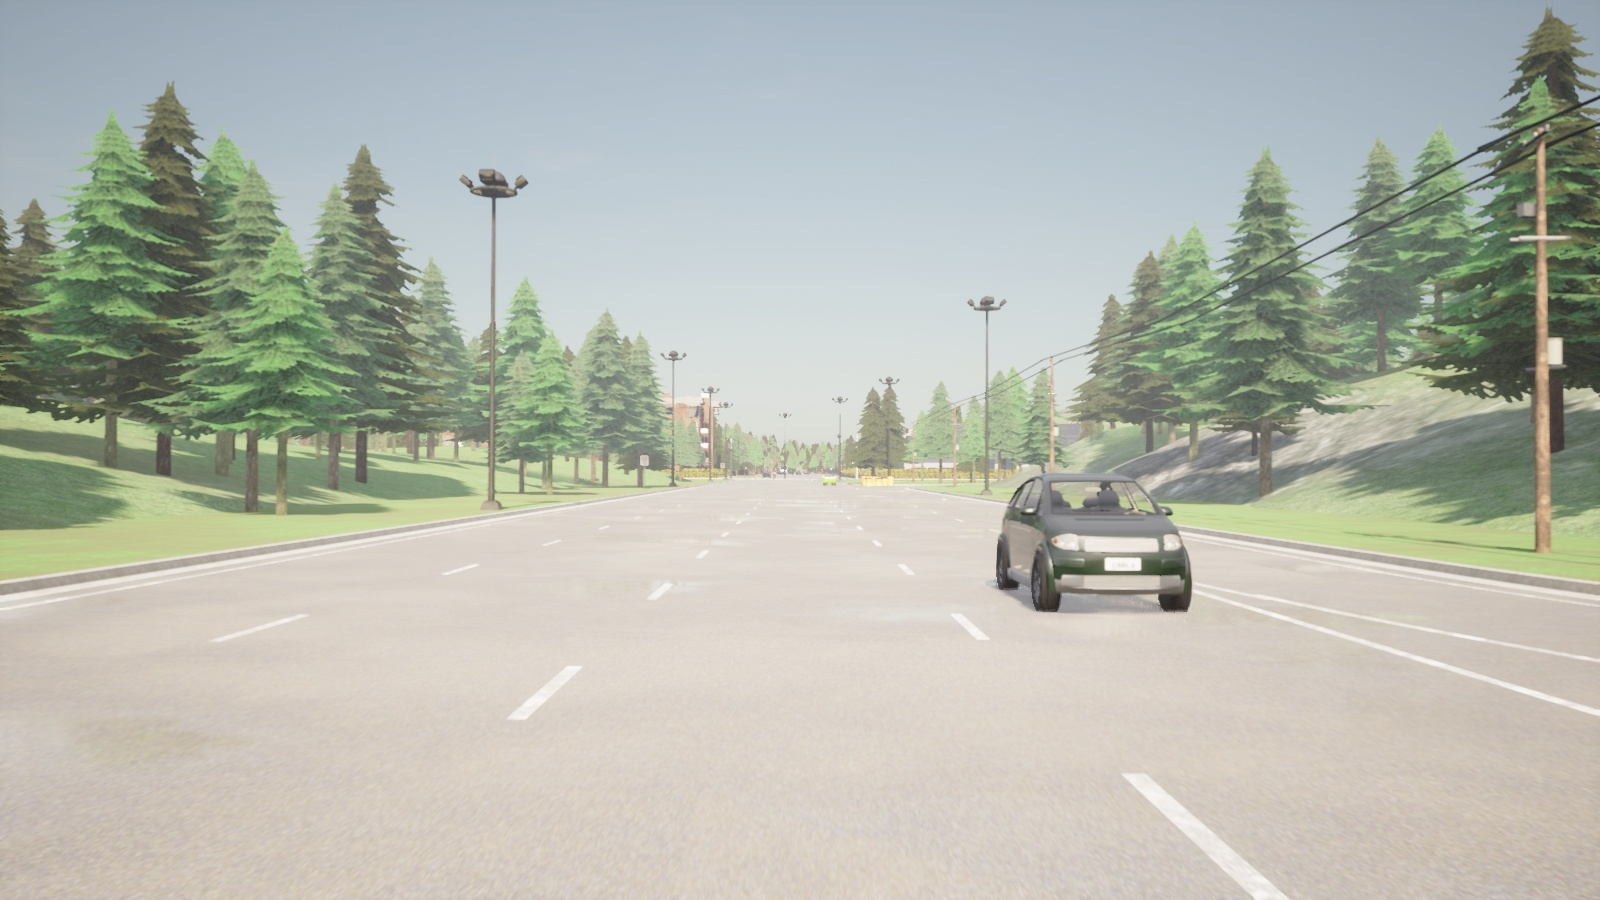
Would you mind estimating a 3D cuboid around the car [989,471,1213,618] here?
[{"bbox_3d":[3.463,1.033,15.150,1.789,1.549,3.705,0,-1,0],"label":"car"}]
